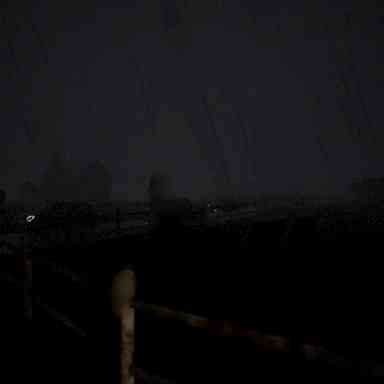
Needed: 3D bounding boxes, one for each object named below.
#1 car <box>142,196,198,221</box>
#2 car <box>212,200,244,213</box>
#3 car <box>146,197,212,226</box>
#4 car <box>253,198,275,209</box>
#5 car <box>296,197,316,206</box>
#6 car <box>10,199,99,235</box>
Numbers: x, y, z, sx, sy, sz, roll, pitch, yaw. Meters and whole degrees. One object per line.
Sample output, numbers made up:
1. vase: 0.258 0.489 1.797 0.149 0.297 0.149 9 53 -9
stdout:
1. car: -1.677 1.277 27.021 2.097 1.767 4.553 -1 0 34
2. car: 3.561 1.486 34.689 1.895 1.301 4.718 -1 0 34
3. car: -0.863 1.264 22.973 2.097 1.767 4.553 -1 0 34
4. car: 9.187 1.403 42.886 1.994 1.385 4.181 -1 0 35
5. car: 16.878 1.369 48.977 1.895 1.301 4.718 -1 0 34
6. car: -7.604 1.322 18.639 2.097 1.767 4.553 -1 0 37
